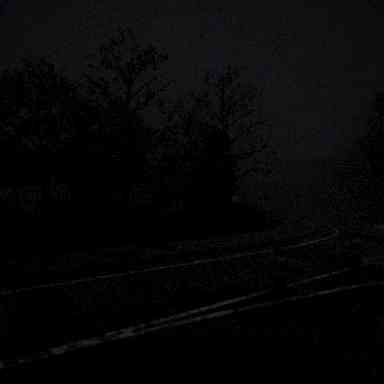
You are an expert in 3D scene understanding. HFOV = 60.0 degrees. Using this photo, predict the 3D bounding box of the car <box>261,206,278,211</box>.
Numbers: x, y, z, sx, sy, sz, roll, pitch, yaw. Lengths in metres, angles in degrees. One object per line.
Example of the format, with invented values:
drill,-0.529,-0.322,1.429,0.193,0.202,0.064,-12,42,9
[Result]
car,18.073,3.998,77.841,2.002,1.452,4.674,3,-5,-29

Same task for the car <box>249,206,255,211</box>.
car,15.414,4.334,82.640,2.163,1.488,4.792,1,-4,-29
